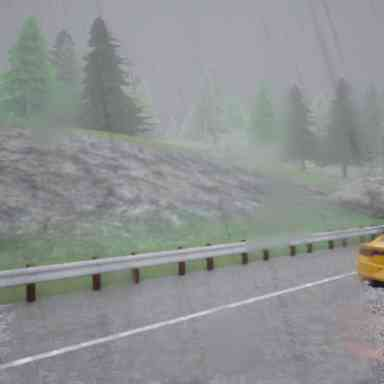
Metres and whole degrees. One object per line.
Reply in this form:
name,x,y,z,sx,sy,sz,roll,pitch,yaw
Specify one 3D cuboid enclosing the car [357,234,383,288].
car,5.979,1.477,8.021,5.008,1.535,1.882,0,0,-36
